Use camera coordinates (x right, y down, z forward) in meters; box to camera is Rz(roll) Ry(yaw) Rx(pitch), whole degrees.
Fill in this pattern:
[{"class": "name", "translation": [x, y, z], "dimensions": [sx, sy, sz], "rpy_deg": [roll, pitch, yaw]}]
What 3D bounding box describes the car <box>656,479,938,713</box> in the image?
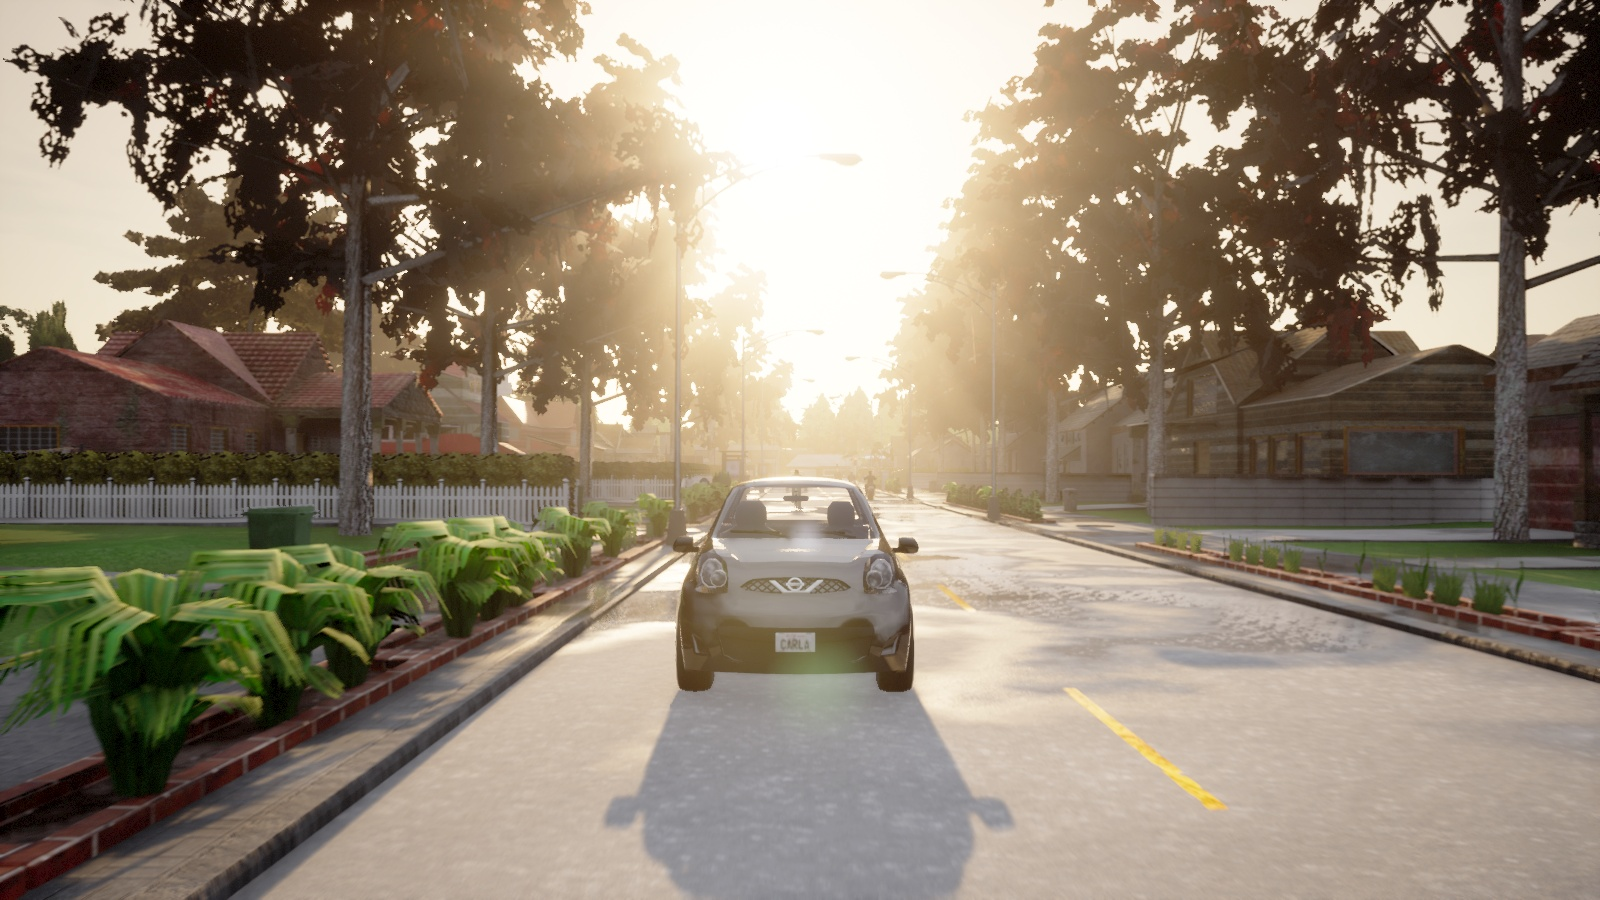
[{"class": "car", "translation": [-0.025, 0.997, 10.052], "dimensions": [1.845, 1.501, 3.633], "rpy_deg": [0, -1, 0]}]
